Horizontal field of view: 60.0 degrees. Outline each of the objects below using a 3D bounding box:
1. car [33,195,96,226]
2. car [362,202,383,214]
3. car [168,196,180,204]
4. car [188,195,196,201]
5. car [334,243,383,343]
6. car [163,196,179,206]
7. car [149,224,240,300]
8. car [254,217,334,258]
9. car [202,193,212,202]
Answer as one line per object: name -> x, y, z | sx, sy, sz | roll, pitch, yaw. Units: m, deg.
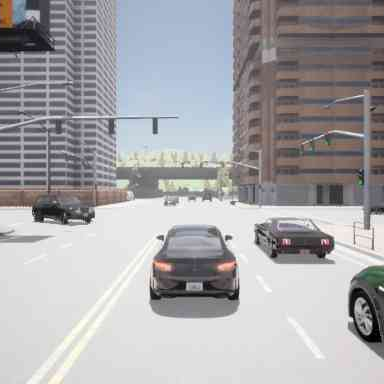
car -> -9.303, 1.224, 24.006 | 5.566, 2.045, 2.150 | 0, -1, 37
car -> 19.963, 1.601, 33.724 | 4.718, 1.301, 1.895 | 0, 0, 1
car -> -3.530, 1.492, 65.222 | 2.128, 1.511, 4.902 | 0, 0, 1
car -> 0.014, 1.425, 77.292 | 1.837, 1.490, 4.892 | 0, 0, 0
car -> 3.601, 1.352, 3.617 | 2.097, 1.767, 4.553 | 0, 0, 0
car -> -3.590, 1.492, 54.818 | 2.128, 1.511, 4.902 | 0, 0, -1
car -> 0.062, 1.526, 8.249 | 1.812, 1.442, 4.674 | 0, 0, 0
car -> 3.605, 1.601, 12.702 | 1.895, 1.301, 4.718 | 0, 0, 1
car -> 3.514, 1.225, 78.002 | 2.150, 2.045, 5.566 | 0, 0, 0
